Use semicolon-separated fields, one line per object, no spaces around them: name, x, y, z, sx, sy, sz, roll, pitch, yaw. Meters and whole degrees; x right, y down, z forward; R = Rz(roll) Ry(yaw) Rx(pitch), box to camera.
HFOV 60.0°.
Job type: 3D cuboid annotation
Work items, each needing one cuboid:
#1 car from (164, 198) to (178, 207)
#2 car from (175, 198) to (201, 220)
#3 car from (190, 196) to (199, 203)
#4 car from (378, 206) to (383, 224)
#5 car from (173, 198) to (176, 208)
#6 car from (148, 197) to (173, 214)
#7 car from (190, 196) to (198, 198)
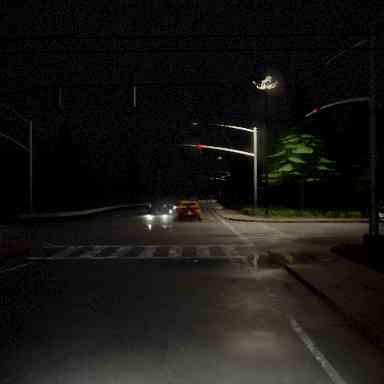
car;-3.508;1.724;56.641;1.994;1.385;4.181;0;0;1
car;-0.248;1.555;29.167;1.882;1.535;5.008;-1;0;-2
car;0.636;1.627;75.608;1.837;1.490;4.892;0;0;2
car;15.241;1.228;21.971;5.566;2.045;2.150;0;0;1
car;-3.598;1.641;46.562;1.837;1.490;4.892;0;0;0
car;-3.612;1.464;36.691;2.097;1.767;4.553;0;0;0
car;0.316;1.687;65.300;1.812;1.442;4.674;0;0;2
